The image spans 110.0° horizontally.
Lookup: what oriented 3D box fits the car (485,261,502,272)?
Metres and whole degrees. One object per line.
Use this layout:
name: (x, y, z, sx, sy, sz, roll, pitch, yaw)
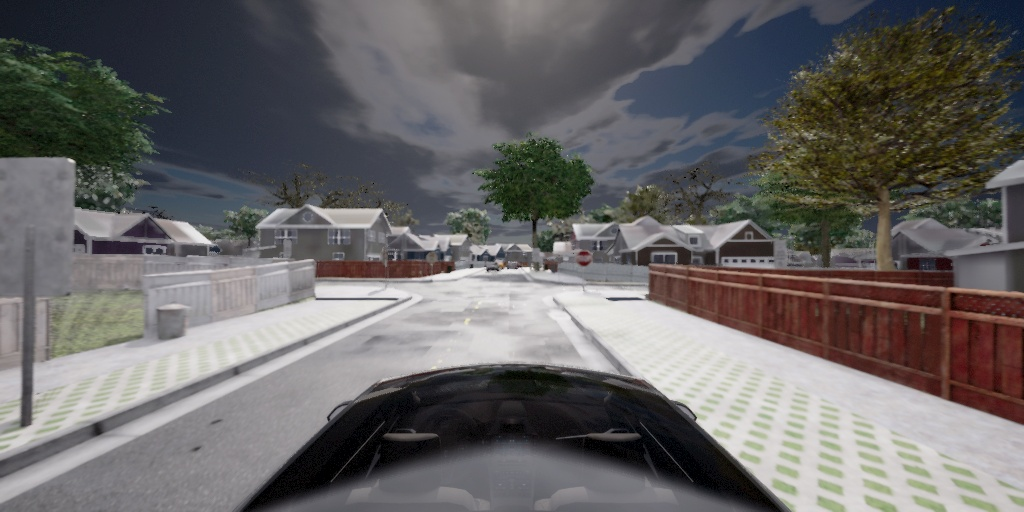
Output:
car: (-2.805, 1.588, 52.851, 1.837, 1.490, 4.892, 0, -1, 0)
